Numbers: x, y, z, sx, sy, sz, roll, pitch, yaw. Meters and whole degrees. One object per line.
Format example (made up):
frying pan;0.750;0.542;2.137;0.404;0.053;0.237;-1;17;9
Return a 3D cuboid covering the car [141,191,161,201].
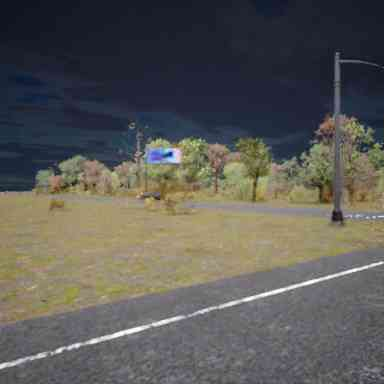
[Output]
car;-8.297;0.875;66.664;2.150;2.045;5.566;0;0;-34
